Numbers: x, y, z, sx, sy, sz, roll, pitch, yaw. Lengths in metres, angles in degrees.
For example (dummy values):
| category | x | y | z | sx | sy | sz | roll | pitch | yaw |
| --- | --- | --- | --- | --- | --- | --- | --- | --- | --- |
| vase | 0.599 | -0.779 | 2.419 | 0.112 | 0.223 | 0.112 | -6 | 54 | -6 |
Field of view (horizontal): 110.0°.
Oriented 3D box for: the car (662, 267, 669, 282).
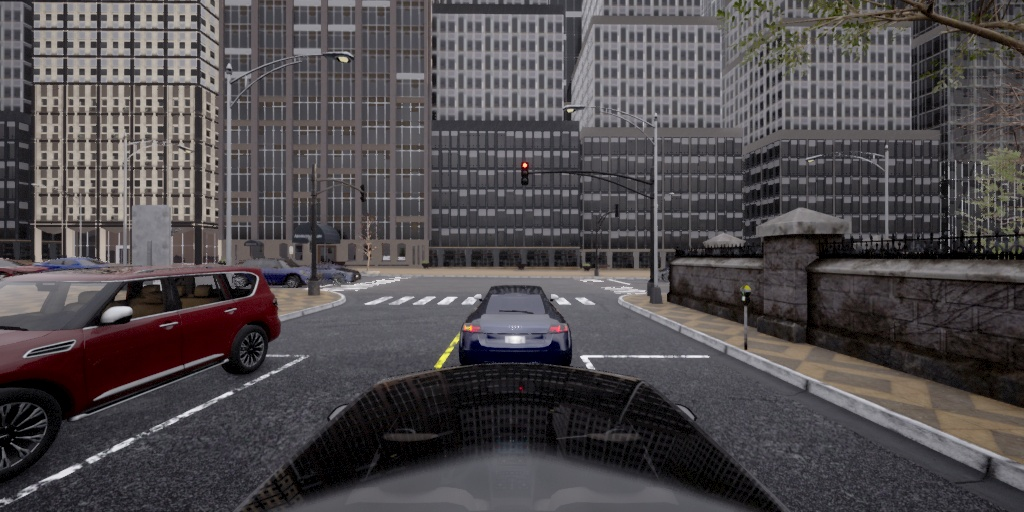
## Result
| category | x | y | z | sx | sy | sz | roll | pitch | yaw |
| --- | --- | --- | --- | --- | --- | --- | --- | --- | --- |
| car | 14.510 | 1.510 | 28.119 | 4.181 | 1.385 | 1.994 | 1 | 0 | -1 |

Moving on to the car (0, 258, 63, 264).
| category | x | y | z | sx | sy | sz | roll | pitch | yaw |
| --- | --- | --- | --- | --- | --- | --- | --- | --- | --- |
| car | -30.028 | 0.861 | 20.898 | 5.008 | 1.535 | 1.882 | 1 | 0 | -1 |

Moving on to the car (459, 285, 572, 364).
| category | x | y | z | sx | sy | sz | roll | pitch | yaw |
| --- | --- | --- | --- | --- | --- | --- | --- | --- | --- |
| car | 0.088 | 1.314 | 7.767 | 1.994 | 1.385 | 4.181 | 0 | 0 | 1 |

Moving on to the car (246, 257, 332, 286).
| category | x | y | z | sx | sy | sz | roll | pitch | yaw |
| --- | --- | --- | --- | --- | --- | --- | --- | --- | --- |
| car | -13.471 | 0.940 | 20.909 | 4.553 | 1.767 | 2.097 | 1 | 0 | 2 |

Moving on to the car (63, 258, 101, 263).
| category | x | y | z | sx | sy | sz | roll | pitch | yaw |
| --- | --- | --- | --- | --- | --- | --- | --- | --- | --- |
| car | -29.040 | 0.881 | 24.171 | 5.008 | 1.535 | 1.882 | 1 | 0 | -1 |

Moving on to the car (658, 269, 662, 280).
| category | x | y | z | sx | sy | sz | roll | pitch | yaw |
| --- | --- | --- | --- | --- | --- | --- | --- | --- | --- |
| car | 14.327 | 1.515 | 31.368 | 4.181 | 1.385 | 1.994 | 1 | 0 | -1 |

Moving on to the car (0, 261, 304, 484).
| category | x | y | z | sx | sy | sz | roll | pitch | yaw |
| --- | --- | --- | --- | --- | --- | --- | --- | --- | --- |
| car | -5.364 | 1.065 | 4.749 | 2.192 | 1.841 | 5.009 | 0 | 0 | 0 |

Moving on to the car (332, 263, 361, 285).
| category | x | y | z | sx | sy | sz | roll | pitch | yaw |
| --- | --- | --- | --- | --- | --- | --- | --- | --- | --- |
| car | -12.525 | 1.171 | 24.350 | 4.181 | 1.385 | 1.994 | 1 | 0 | -1 |
